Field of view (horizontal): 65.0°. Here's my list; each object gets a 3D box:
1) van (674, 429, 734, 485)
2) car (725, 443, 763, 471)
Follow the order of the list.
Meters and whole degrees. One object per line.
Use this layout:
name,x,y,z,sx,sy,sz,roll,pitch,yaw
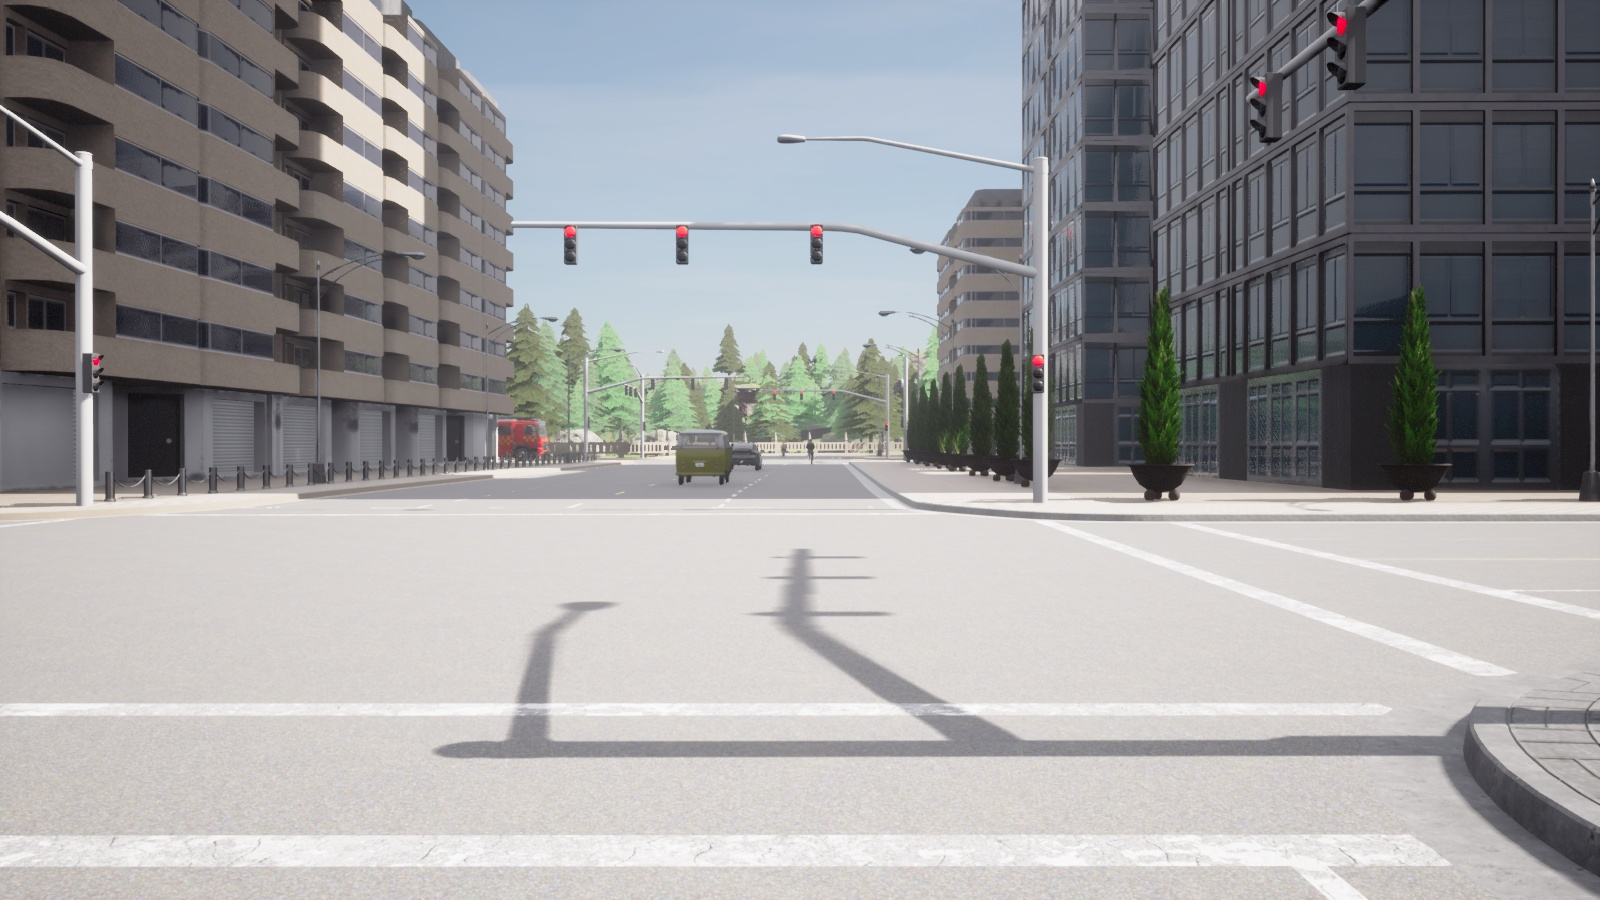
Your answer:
van,-3.479,0.235,46.236,1.775,1.987,4.442,0,0,1
car,-3.067,0.357,69.332,1.837,1.490,4.892,0,0,1
